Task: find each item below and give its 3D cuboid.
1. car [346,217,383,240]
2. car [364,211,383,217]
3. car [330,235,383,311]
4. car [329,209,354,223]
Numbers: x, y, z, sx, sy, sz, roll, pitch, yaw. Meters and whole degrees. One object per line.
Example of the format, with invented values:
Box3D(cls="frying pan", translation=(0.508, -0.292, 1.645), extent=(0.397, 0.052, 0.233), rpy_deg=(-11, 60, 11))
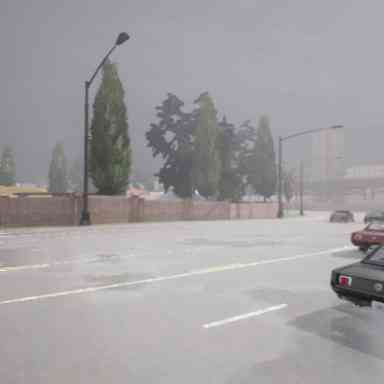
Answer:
Box3D(cls="car", translation=(8.765, 1.891, 14.257), extent=(4.718, 1.301, 1.895), rpy_deg=(2, -2, -40))
Box3D(cls="car", translation=(19.878, 2.712, 35.797), extent=(1.994, 1.385, 4.181), rpy_deg=(0, -2, 38))
Box3D(cls="car", translation=(5.047, 1.709, 6.972), extent=(4.718, 1.301, 1.895), rpy_deg=(1, -1, -35))
Box3D(cls="car", translation=(17.199, 2.704, 38.044), extent=(1.812, 1.442, 4.674), rpy_deg=(0, -3, 38))
